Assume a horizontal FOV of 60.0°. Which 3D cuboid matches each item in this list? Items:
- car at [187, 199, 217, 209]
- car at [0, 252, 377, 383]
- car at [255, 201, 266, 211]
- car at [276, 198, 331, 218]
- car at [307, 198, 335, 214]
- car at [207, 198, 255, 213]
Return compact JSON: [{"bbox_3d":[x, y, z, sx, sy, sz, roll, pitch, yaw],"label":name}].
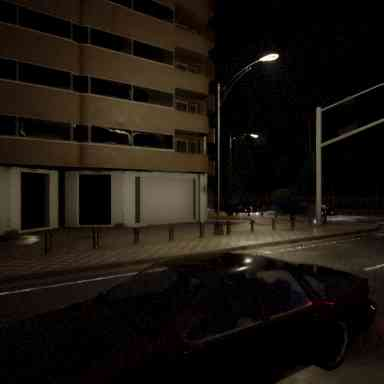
[{"bbox_3d":[1.411,1.656,48.666,1.895,1.301,4.718,0,0,-36],"label":"car"},{"bbox_3d":[0.222,1.547,4.152,5.357,1.411,2.033,0,0,-36],"label":"car"},{"bbox_3d":[6.889,1.560,41.069,1.837,1.490,4.892,0,0,-36],"label":"car"},{"bbox_3d":[9.961,1.581,30.865,1.812,1.442,4.674,0,0,-37],"label":"car"},{"bbox_3d":[12.139,1.407,33.799,2.097,1.767,4.553,0,0,-36],"label":"car"},{"bbox_3d":[4.332,1.603,38.630,2.033,1.411,5.357,0,0,-36],"label":"car"}]
